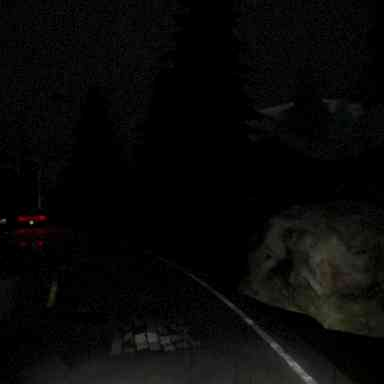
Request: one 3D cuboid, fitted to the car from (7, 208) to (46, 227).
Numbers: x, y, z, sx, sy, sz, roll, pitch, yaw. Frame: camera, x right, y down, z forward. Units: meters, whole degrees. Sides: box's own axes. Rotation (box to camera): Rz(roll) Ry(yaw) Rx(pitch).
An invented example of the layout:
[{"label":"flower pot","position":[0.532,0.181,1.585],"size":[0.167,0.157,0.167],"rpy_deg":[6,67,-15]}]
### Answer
[{"label":"car","position":[-12.461,1.859,24.837],"size":[1.895,1.301,4.718],"rpy_deg":[0,0,-38]}]
